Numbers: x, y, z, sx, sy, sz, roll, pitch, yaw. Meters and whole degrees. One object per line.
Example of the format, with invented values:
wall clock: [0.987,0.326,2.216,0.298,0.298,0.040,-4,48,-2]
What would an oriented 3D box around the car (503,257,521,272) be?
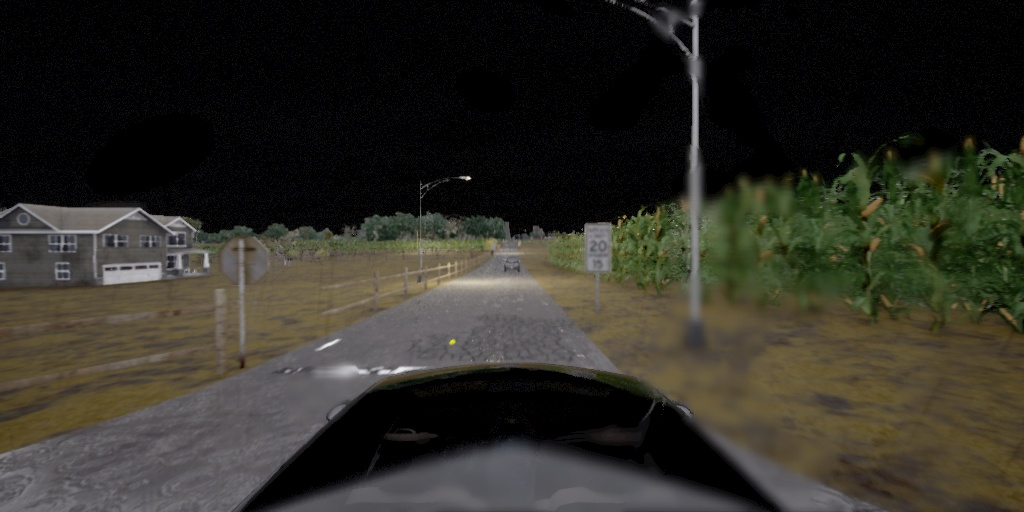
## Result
car: [0.000,1.035,41.526,2.128,1.511,4.902,0,1,0]
